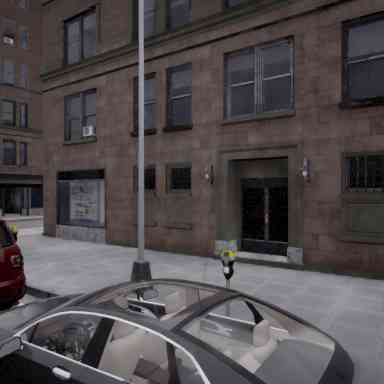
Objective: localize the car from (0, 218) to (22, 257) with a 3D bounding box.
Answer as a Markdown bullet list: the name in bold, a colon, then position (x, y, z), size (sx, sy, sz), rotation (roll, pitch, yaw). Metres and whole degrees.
- **car**: position (-5.209, 1.315, 6.352), size (5.009, 1.841, 2.192), rotation (0, 0, 34)

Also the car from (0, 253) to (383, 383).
- **car**: position (-0.515, 1.551, 3.150), size (4.403, 1.369, 2.008), rotation (0, 0, 34)
